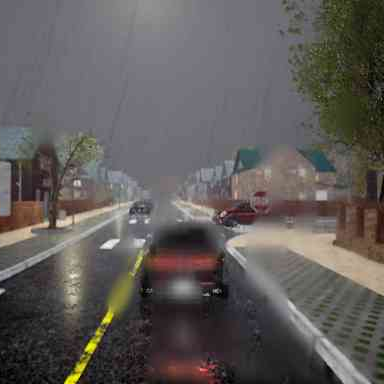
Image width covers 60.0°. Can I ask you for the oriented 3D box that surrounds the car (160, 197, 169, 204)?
[{"bbox_3d":[-6.032,1.820,72.980,1.895,1.301,4.718,0,-1,-5],"label":"car"}]

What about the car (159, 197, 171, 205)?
[{"bbox_3d":[-5.056,1.740,62.578,1.837,1.490,4.892,0,0,-5],"label":"car"}]

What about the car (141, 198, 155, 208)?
[{"bbox_3d":[-7.066,1.716,54.014,2.033,1.411,5.357,0,0,-5],"label":"car"}]

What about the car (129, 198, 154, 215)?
[{"bbox_3d":[-5.203,1.614,33.717,1.994,1.385,4.181,0,0,-5],"label":"car"}]

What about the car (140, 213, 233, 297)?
[{"bbox_3d":[-0.168,1.507,8.547,1.837,1.490,4.892,0,0,0],"label":"car"}]

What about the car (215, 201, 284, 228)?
[{"bbox_3d":[3.558,1.350,21.629,4.553,1.767,2.097,-1,-1,-14],"label":"car"}]
